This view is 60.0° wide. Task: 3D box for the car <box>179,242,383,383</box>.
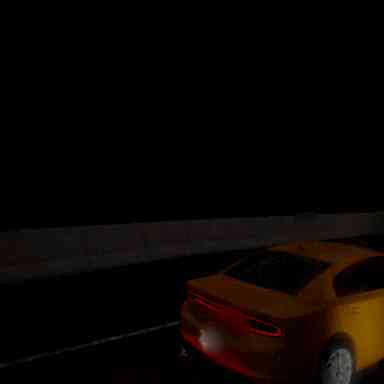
[{"bbox_3d":[2.189,1.524,5.095,5.008,1.535,1.882,1,-1,-35],"label":"car"}]
